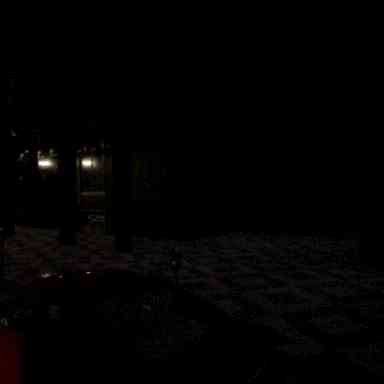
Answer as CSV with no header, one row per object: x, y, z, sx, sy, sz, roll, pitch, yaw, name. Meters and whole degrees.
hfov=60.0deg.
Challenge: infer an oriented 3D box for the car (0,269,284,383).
-1.277,1.577,3.763,4.507,1.381,1.887,-1,-1,35,car
